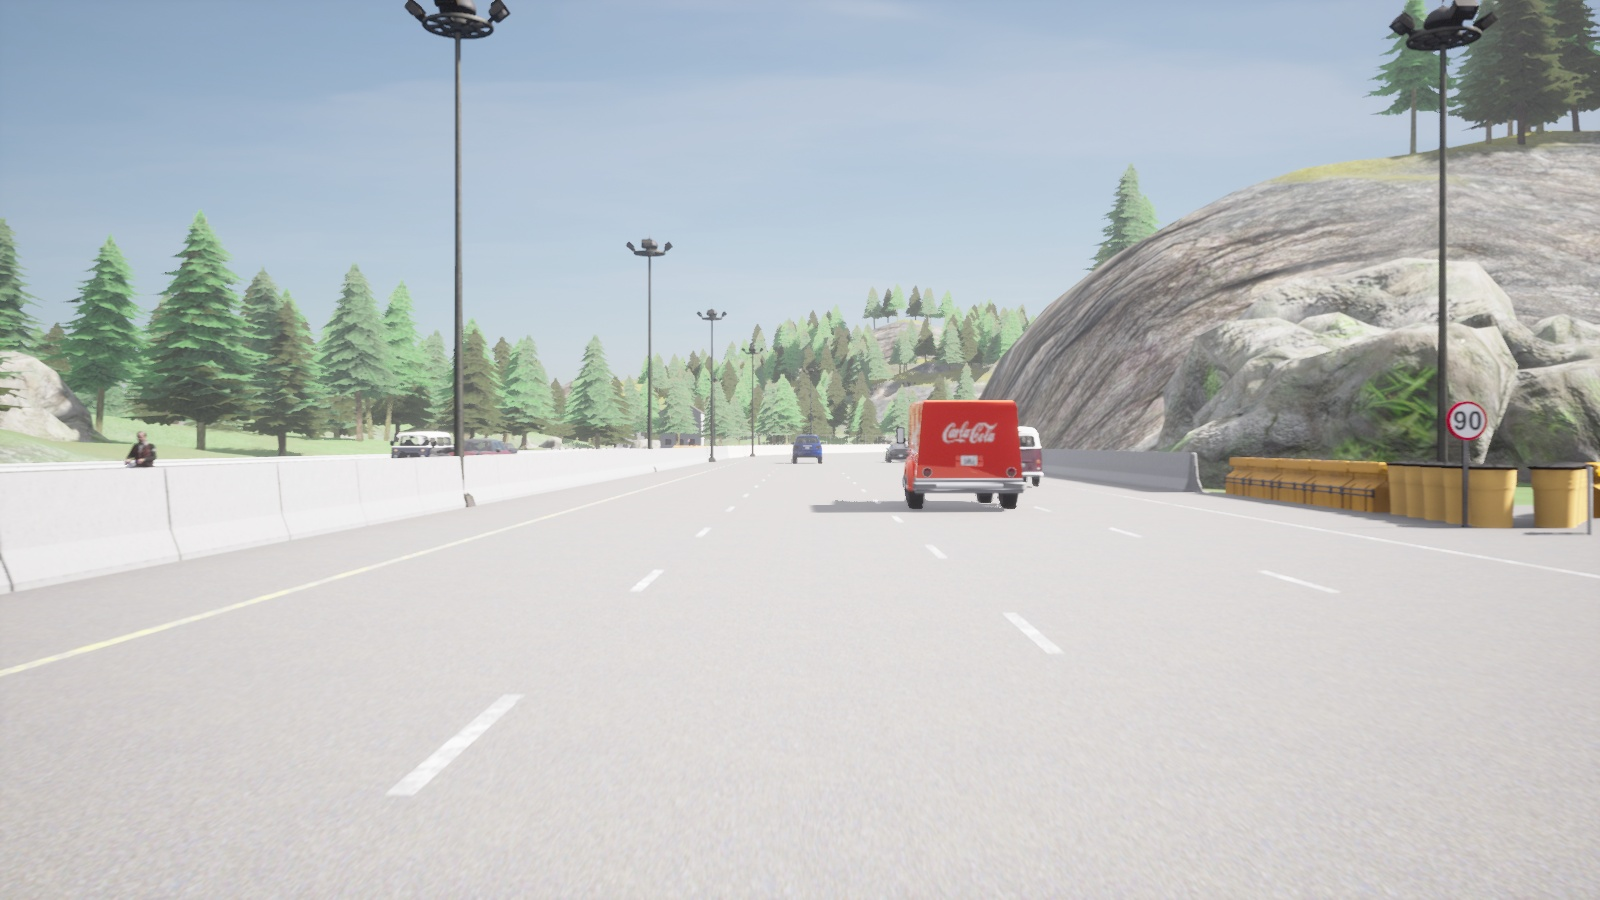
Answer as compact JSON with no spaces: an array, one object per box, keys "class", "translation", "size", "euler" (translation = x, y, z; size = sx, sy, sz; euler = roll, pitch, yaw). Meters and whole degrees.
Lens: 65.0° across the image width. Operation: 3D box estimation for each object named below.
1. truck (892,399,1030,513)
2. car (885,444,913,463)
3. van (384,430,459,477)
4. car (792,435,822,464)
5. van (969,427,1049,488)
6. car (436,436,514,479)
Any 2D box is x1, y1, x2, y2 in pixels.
[{"class":"truck","translation":[3.686,0.099,29.835],"size":[2.627,2.467,5.204],"euler":[0,1,0]},{"class":"car","translation":[7.564,0.235,96.457],"size":[1.812,1.442,4.674],"euler":[0,0,0]},{"class":"van","translation":[-17.160,0.134,57.140],"size":[2.069,2.038,4.480],"euler":[0,0,0]},{"class":"car","translation":[0.547,-0.061,93.436],"size":[2.150,2.045,5.566],"euler":[0,0,0]},{"class":"van","translation":[7.266,0.229,44.031],"size":[2.069,2.038,4.480],"euler":[0,1,0]},{"class":"car","translation":[-13.682,0.294,53.155],"size":[2.097,1.767,4.553],"euler":[0,0,0]}]
